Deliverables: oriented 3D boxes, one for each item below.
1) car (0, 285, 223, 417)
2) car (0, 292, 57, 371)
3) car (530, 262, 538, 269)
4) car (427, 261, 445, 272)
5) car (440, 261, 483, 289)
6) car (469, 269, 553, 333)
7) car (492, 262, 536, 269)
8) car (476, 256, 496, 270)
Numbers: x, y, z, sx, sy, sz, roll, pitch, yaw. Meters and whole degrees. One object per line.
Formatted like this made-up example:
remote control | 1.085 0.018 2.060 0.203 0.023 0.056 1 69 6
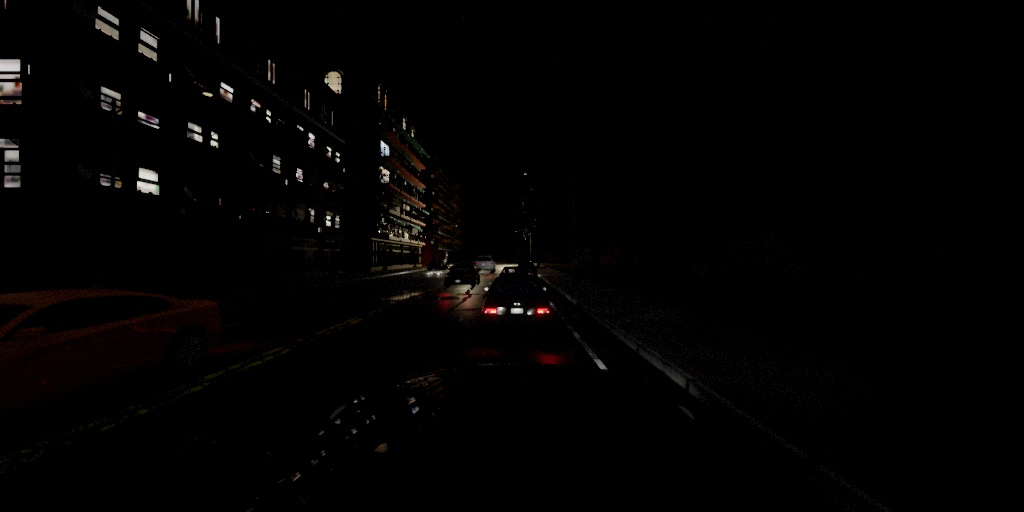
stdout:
car | -6.595 1.228 4.886 1.882 1.535 5.008 0 0 0
car | -9.846 1.351 4.657 1.895 1.301 4.718 0 0 0
car | 1.155 1.259 30.819 1.837 1.490 4.892 0 0 0
car | -9.824 1.301 47.542 2.033 1.411 5.357 0 0 0
car | -3.138 1.279 23.090 1.812 1.442 4.674 0 0 0
car | 0.108 1.299 10.691 2.033 1.411 5.357 0 0 0
car | 0.111 1.301 21.052 2.033 1.411 5.357 0 0 0
car | -3.126 0.976 42.486 2.150 2.045 5.566 0 0 0
